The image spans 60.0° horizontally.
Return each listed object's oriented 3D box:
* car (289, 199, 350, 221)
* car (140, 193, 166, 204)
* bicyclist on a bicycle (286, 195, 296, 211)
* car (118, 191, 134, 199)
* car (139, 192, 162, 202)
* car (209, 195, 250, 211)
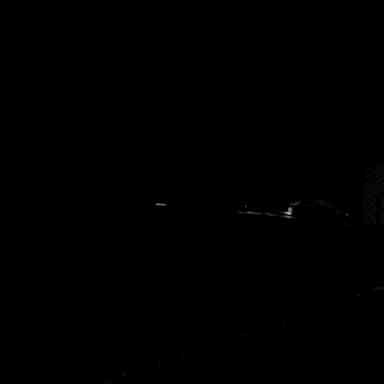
[{"bbox_3d":[9.496,1.266,25.136,1.812,1.442,4.674,1,1,-35],"label":"car"},{"bbox_3d":[-5.316,0.864,46.452,2.033,1.411,5.357,1,1,-35],"label":"car"},{"bbox_3d":[10.294,1.114,34.443,1.656,1.620,0.582,0,1,-35],"label":"bicyclist on a bicycle"},{"bbox_3d":[-12.259,0.603,61.424,1.812,1.442,4.674,1,1,-35],"label":"car"},{"bbox_3d":[-6.732,0.797,53.553,1.994,1.385,4.181,1,1,-34],"label":"car"},{"bbox_3d":[3.701,1.064,33.465,2.128,1.511,4.902,1,1,-35],"label":"car"}]
